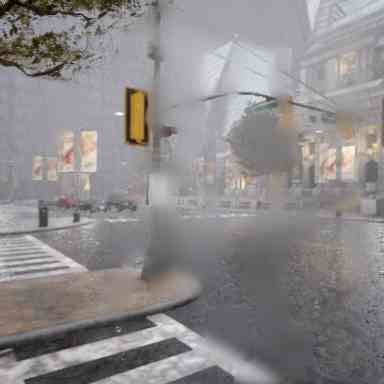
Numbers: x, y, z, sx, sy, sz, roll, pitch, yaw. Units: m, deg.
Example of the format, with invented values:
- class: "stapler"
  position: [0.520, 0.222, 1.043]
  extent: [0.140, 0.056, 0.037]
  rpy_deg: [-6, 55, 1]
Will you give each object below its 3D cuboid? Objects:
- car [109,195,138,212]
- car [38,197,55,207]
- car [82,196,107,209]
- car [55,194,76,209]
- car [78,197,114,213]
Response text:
- class: "car"
  position: [-8.857, 1.376, 41.646]
  extent: [2.150, 2.045, 5.566]
  rpy_deg: [1, 0, -36]
- class: "car"
  position: [-23.741, 1.619, 54.997]
  extent: [4.892, 1.490, 1.837]
  rpy_deg: [0, 0, 43]
- class: "car"
  position: [-14.560, 1.506, 49.508]
  extent: [2.097, 1.767, 4.553]
  rpy_deg: [1, 0, -37]
- class: "car"
  position: [-17.218, 1.343, 47.282]
  extent: [2.150, 2.045, 5.566]
  rpy_deg: [1, 0, -37]
- class: "car"
  position: [-11.469, 1.614, 39.272]
  extent: [2.128, 1.511, 4.902]
  rpy_deg: [1, 0, -35]
